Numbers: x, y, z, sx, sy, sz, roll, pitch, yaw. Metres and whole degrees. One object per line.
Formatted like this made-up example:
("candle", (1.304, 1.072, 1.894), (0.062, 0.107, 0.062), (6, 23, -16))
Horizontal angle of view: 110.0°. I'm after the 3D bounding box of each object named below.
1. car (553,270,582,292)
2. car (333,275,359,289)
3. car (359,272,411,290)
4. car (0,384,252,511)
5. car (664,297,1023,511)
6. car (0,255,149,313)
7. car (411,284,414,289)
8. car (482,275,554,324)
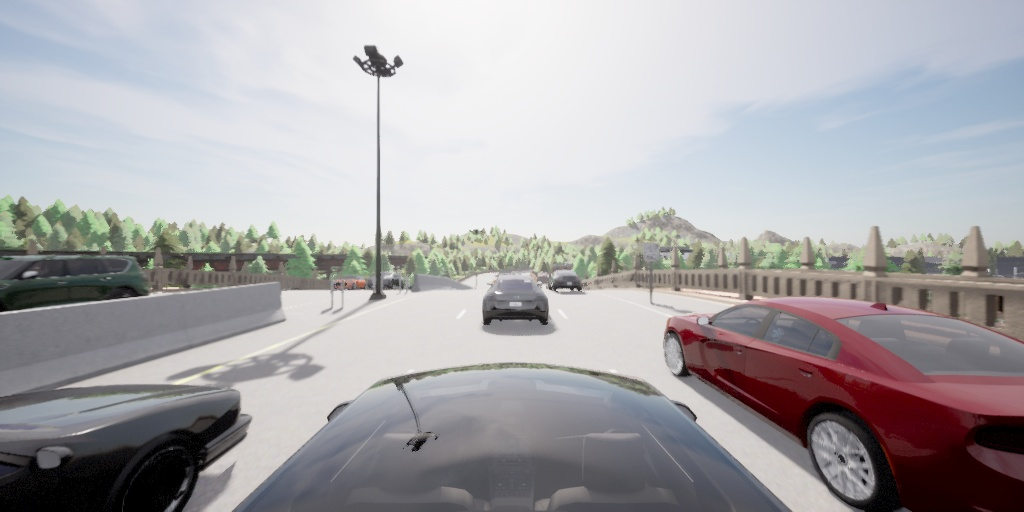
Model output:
("car", (3.601, 1.717, 24.777), (1.812, 1.442, 4.674), (0, -4, 0))
("car", (-17.514, 2.838, 39.032), (2.097, 1.767, 4.553), (0, -7, 0))
("car", (-10.550, 2.081, 30.245), (2.128, 1.511, 4.902), (0, -5, 1))
("car", (-3.402, 1.298, 0.912), (2.033, 1.411, 5.357), (0, 0, 0))
("car", (3.599, 1.228, 4.337), (1.882, 1.535, 5.008), (0, 0, 0))
("car", (-14.094, 0.973, 10.492), (2.150, 2.045, 5.566), (0, 0, 0))
("car", (-13.996, 4.727, 52.712), (1.895, 1.301, 4.718), (0, -7, 0))
("car", (0.100, 1.323, 11.984), (1.994, 1.385, 4.181), (0, 0, 0))
